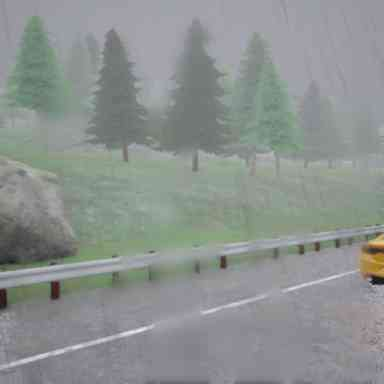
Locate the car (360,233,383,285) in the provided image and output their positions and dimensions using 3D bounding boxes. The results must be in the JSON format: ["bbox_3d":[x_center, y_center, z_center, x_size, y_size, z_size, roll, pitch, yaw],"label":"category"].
[{"bbox_3d":[6.158,1.480,8.315,5.008,1.535,1.882,0,0,-37],"label":"car"}]
